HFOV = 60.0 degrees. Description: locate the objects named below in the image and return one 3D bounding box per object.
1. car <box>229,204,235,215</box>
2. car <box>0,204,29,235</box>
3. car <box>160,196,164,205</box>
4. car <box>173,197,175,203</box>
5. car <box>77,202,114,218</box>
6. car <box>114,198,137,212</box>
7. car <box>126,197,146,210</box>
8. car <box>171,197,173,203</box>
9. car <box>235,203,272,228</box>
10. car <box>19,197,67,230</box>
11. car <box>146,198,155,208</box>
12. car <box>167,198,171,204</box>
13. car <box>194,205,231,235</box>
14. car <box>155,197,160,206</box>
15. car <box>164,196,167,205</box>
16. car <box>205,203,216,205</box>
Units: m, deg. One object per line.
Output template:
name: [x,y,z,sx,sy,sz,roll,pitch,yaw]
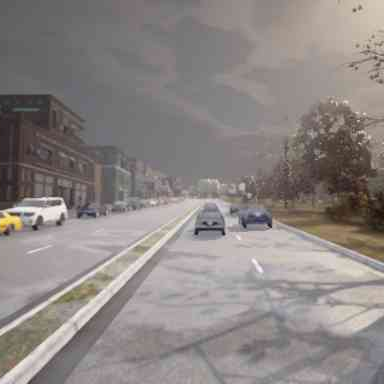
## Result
car: [5.566,2.074,41.242,1.895,1.301,4.718,0,-1,3]
car: [-10.864,1.588,16.969,1.946,1.575,5.366,0,-1,3]
car: [-7.963,2.096,72.359,2.185,1.767,4.553,0,-1,3]
car: [-6.802,2.476,94.526,2.231,1.521,4.892,0,-1,3]
car: [-9.986,1.812,33.800,2.163,1.488,4.792,0,-1,3]
car: [-9.402,1.910,44.872,2.231,1.521,4.892,0,-1,3]
car: [-9.115,1.720,50.357,2.435,2.045,5.566,0,-1,3]
car: [-7.093,2.413,89.008,2.231,1.521,4.892,0,-1,3]
car: [4.651,1.643,25.064,2.097,1.767,4.553,0,-1,3]
car: [-10.557,1.406,22.772,2.435,2.045,5.566,0,-1,3]
car: [-8.678,2.080,59.764,2.231,1.521,4.892,0,-1,4]
car: [-7.388,2.096,83.335,2.435,2.045,5.566,0,-1,3]
car: [1.119,1.784,20.671,2.033,1.411,5.357,0,-1,3]
car: [-8.263,2.154,66.624,1.946,1.575,5.366,0,-1,3]
car: [-7.685,2.279,77.658,1.946,1.575,5.366,0,-1,3]
car: [2.318,2.017,41.479,2.033,1.411,5.357,0,-1,3]
